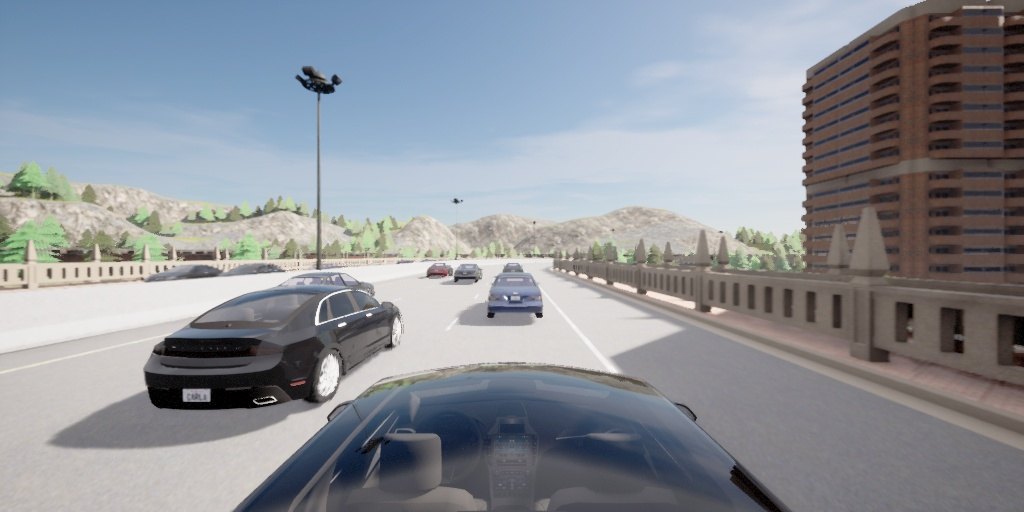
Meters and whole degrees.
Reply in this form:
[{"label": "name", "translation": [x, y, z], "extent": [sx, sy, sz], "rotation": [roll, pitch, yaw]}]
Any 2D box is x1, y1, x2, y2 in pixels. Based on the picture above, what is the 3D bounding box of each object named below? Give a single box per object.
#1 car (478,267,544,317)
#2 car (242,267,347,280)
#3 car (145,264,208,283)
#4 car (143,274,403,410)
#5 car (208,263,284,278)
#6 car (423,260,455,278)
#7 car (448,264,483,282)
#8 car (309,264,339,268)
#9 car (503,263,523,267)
[{"label": "car", "translation": [0.102, 1.297, 13.143], "extent": [2.033, 1.411, 5.357], "rotation": [0, 0, 0]}, {"label": "car", "translation": [-6.899, 1.298, 13.275], "extent": [2.033, 1.411, 5.357], "rotation": [0, 0, 0]}, {"label": "car", "translation": [-21.090, 1.276, 23.465], "extent": [1.812, 1.442, 4.674], "rotation": [0, 0, 0]}, {"label": "car", "translation": [-3.400, 1.255, 6.290], "extent": [1.837, 1.490, 4.892], "rotation": [0, 0, 0]}, {"label": "car", "translation": [-17.595, 1.255, 24.461], "extent": [1.837, 1.490, 4.892], "rotation": [0, 0, 0]}, {"label": "car", "translation": [-6.895, 1.313, 34.654], "extent": [1.994, 1.385, 4.181], "rotation": [0, 0, 0]}, {"label": "car", "translation": [-3.396, 1.297, 28.399], "extent": [2.033, 1.411, 5.357], "rotation": [0, 0, 0]}, {"label": "car", "translation": [-14.096, 1.298, 26.683], "extent": [2.033, 1.411, 5.357], "rotation": [0, 0, 0]}, {"label": "car", "translation": [0.104, 1.313, 34.581], "extent": [1.994, 1.385, 4.181], "rotation": [0, 0, 0]}]
